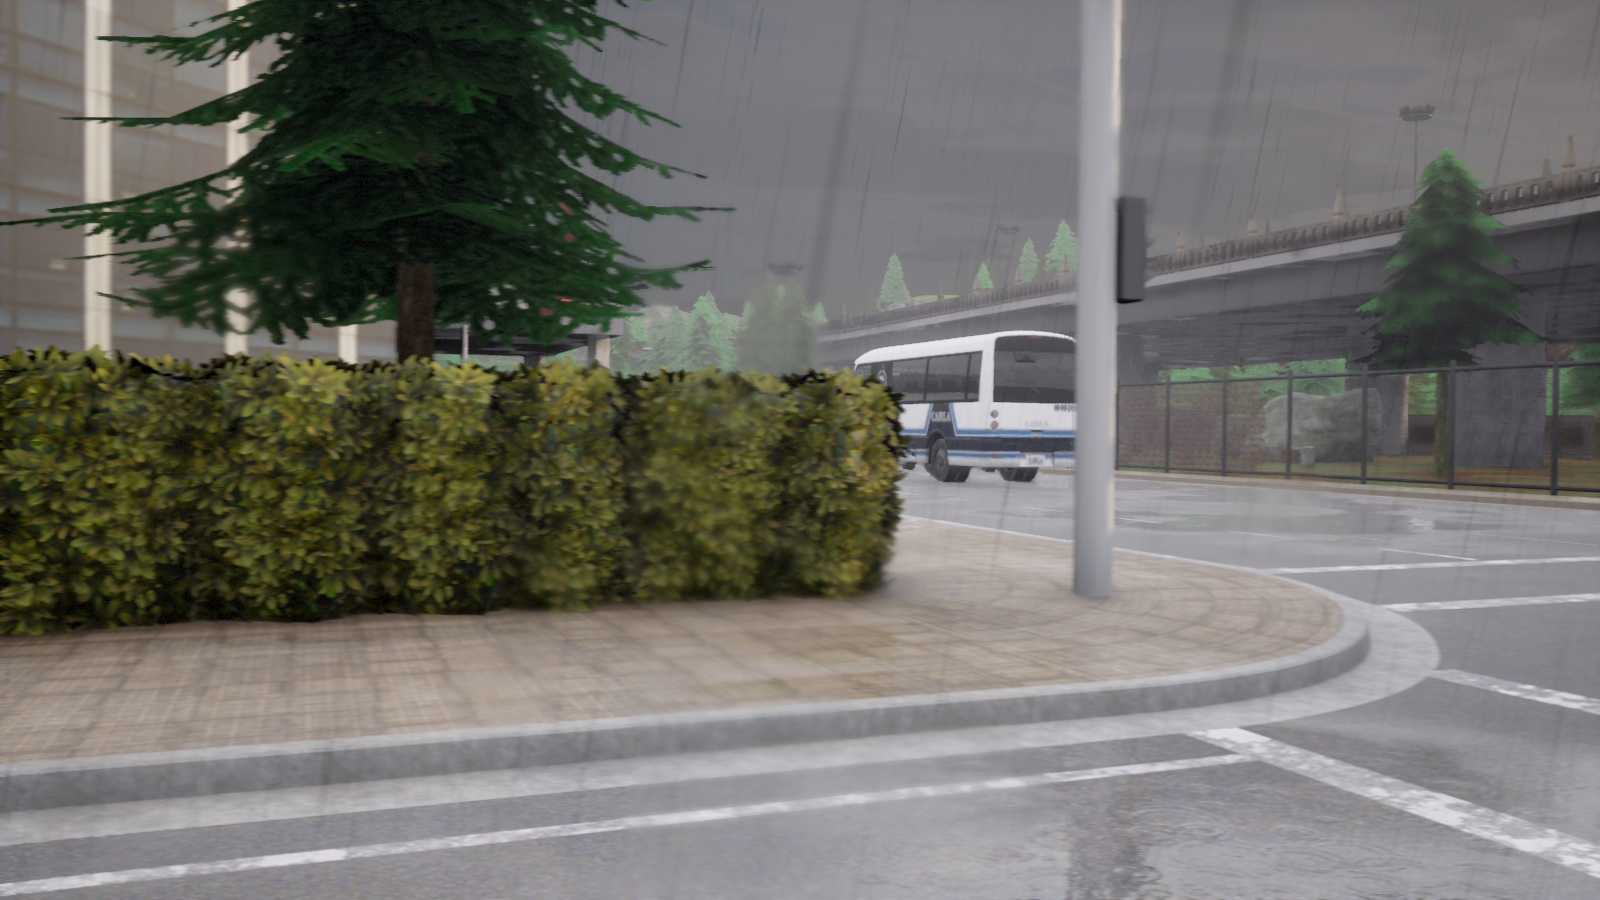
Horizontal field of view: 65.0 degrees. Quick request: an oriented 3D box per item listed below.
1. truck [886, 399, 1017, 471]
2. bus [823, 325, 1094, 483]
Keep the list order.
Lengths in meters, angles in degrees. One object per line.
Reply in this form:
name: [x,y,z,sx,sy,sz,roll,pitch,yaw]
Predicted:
truck: [5.503,-0.565,46.456,2.627,2.467,5.204,-1,1,-21]
bus: [4.526,-1.327,39.282,3.944,4.253,10.273,-1,1,-21]
